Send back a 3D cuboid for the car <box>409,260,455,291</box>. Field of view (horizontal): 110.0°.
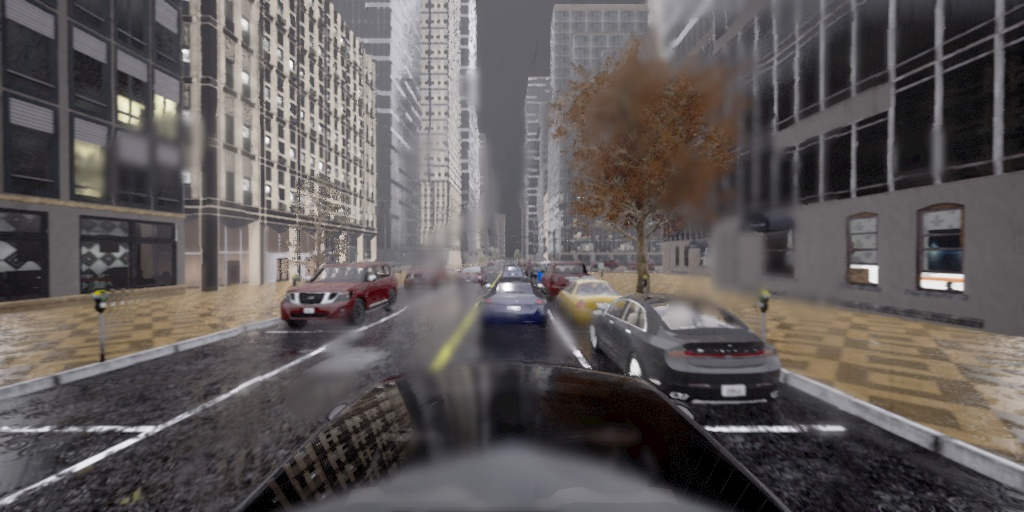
[{"bbox_3d":[-5.336,1.199,23.223,2.192,1.841,5.009,0,0,0],"label":"car"}]

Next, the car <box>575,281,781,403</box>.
[{"bbox_3d":[2.561,1.329,6.316,2.007,1.370,4.403,0,0,0],"label":"car"}]

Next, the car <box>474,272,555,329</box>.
[{"bbox_3d":[0.074,1.376,11.568,1.994,1.385,4.181,0,0,0],"label":"car"}]

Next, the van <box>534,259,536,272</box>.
[{"bbox_3d":[2.545,1.225,23.262,1.690,1.789,3.998,0,0,0],"label":"van"}]

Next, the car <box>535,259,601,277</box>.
[{"bbox_3d":[2.550,1.164,17.613,2.192,1.841,5.009,0,0,0],"label":"car"}]

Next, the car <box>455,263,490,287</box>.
[{"bbox_3d":[-2.870,1.429,26.372,1.812,1.442,4.674,0,0,0],"label":"car"}]

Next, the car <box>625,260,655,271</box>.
[{"bbox_3d":[20.130,1.757,55.893,4.207,1.307,1.802,0,0,0],"label":"car"}]

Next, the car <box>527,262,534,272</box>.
[{"bbox_3d":[2.535,1.520,34.560,1.948,1.339,4.313,0,0,0],"label":"car"}]

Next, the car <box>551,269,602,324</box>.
[{"bbox_3d":[2.556,1.339,12.135,1.751,1.417,4.829,0,0,0],"label":"car"}]

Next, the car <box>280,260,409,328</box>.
[{"bbox_3d":[-5.325,1.128,11.925,2.192,1.841,5.009,0,0,0],"label":"car"}]

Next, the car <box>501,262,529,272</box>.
[{"bbox_3d":[0.069,1.472,29.705,2.033,1.411,5.357,0,0,0],"label":"car"}]

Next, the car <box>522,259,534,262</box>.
[{"bbox_3d":[2.529,1.304,40.208,2.192,1.841,5.009,0,0,0],"label":"car"}]
